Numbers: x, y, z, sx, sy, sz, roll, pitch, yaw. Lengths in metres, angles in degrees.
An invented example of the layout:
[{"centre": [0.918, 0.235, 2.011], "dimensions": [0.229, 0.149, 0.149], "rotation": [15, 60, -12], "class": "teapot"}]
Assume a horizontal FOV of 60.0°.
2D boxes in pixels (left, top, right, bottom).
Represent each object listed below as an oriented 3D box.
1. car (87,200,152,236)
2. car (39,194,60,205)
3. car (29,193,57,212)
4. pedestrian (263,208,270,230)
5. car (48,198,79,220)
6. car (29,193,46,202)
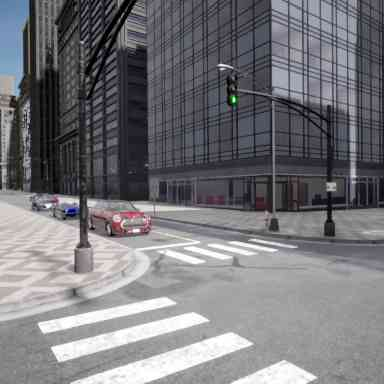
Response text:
[{"centre": [-3.931, 1.234, 17.708], "dimensions": [2.097, 1.767, 4.553], "rotation": [-1, 1, -34], "class": "car"}, {"centre": [-20.585, 1.063, 47.886], "dimensions": [1.994, 1.385, 4.181], "rotation": [-1, 1, -34], "class": "car"}, {"centre": [-15.446, 1.179, 34.669], "dimensions": [2.128, 1.511, 4.902], "rotation": [-1, 1, -34], "class": "car"}, {"centre": [3.894, 1.374, 17.302], "dimensions": [0.500, 1.100, 0.500], "rotation": [0, 0, -34], "class": "pedestrian"}, {"centre": [-9.616, 1.390, 26.083], "dimensions": [1.895, 1.301, 4.718], "rotation": [-1, 1, -34], "class": "car"}, {"centre": [-26.145, 0.884, 56.046], "dimensions": [1.837, 1.490, 4.892], "rotation": [-1, 1, -34], "class": "car"}]
